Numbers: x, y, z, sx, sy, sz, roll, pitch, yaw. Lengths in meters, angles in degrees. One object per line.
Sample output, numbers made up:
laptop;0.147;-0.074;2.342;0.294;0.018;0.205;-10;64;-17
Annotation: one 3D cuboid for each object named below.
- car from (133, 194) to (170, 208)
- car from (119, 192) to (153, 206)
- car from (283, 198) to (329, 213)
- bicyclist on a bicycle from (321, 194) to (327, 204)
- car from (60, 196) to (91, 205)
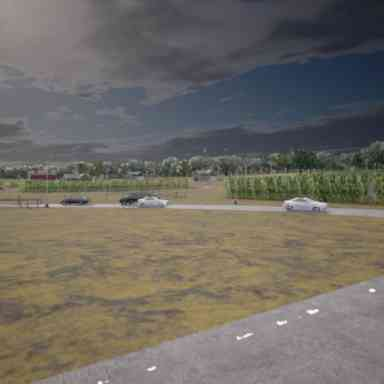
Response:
car;-5.320;1.370;45.942;4.674;1.442;1.812;0;2;21
car;-8.241;0.983;50.039;5.566;2.045;2.150;0;2;18
car;11.848;1.317;34.822;4.674;1.442;1.812;0;2;43
bicyclist on a bicycle;15.744;1.043;39.632;0.582;1.620;1.656;1;1;43
car;-18.299;1.313;52.306;4.674;1.442;1.812;0;2;7
